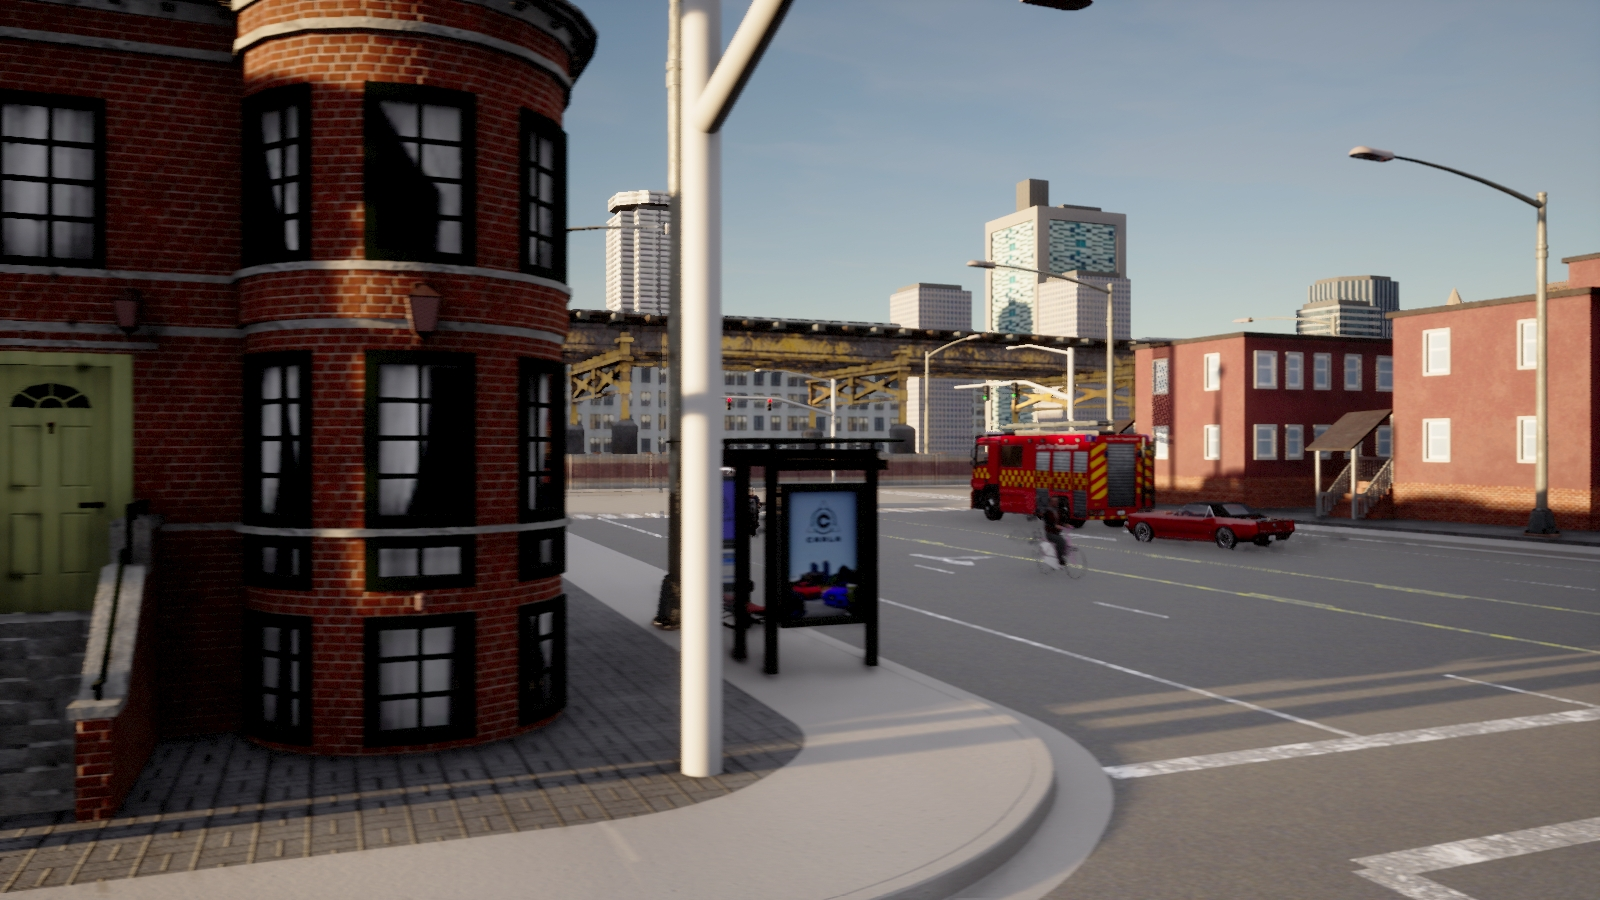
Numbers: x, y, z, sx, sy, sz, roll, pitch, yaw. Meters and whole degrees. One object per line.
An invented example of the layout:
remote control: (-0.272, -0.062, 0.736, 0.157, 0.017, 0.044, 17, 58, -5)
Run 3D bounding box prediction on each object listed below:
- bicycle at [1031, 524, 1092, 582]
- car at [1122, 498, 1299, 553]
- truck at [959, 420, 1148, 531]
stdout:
bicycle: (5.706, 2.234, 25.049, 0.329, 1.126, 1.835, 0, 0, -21)
car: (11.968, 2.157, 33.637, 1.895, 1.301, 4.718, 0, 0, -33)
truck: (9.454, 0.892, 43.859, 2.891, 3.827, 8.468, 0, 0, -21)
